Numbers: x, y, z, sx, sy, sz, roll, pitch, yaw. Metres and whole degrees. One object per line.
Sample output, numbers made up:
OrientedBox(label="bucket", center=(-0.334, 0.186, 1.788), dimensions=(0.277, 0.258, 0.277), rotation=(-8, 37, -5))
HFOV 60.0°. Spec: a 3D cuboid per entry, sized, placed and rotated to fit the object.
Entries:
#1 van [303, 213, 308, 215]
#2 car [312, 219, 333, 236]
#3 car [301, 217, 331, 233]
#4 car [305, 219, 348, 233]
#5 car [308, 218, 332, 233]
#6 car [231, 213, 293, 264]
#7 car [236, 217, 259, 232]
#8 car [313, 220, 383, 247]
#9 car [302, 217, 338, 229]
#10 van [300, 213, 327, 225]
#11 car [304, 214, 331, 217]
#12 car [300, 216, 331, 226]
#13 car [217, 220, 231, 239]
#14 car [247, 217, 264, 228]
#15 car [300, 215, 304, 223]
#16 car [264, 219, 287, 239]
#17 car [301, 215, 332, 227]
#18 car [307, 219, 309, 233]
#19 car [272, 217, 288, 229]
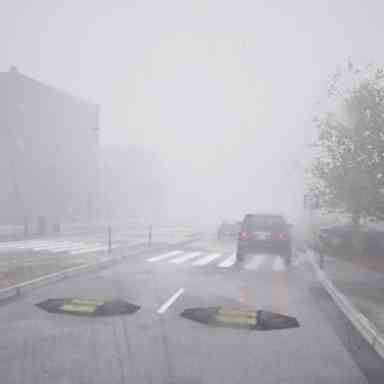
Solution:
OrientedBox(label="van", center=(19.475, 4.429, 51.174), dimensions=(4.442, 1.987, 1.878), rotation=(0, -3, 16))
OrientedBox(label="car", center=(11.703, 3.046, 24.784), dimensions=(5.008, 1.535, 2.097), rotation=(0, -4, 16))
OrientedBox(label="car", center=(13.825, 3.560, 32.756), dimensions=(5.366, 1.575, 1.946), rotation=(0, -3, 16))
OrientedBox(label="car", center=(16.295, 4.092, 40.628), dimensions=(4.674, 1.452, 2.002), rotation=(0, -3, 16))
OrientedBox(label="car", center=(12.479, 3.222, 27.420), dimensions=(4.892, 1.521, 2.231), rotation=(0, -4, 16))
OrientedBox(label="car", center=(3.387, 2.006, 15.311), dimensions=(2.150, 2.045, 5.566), rotation=(0, -4, 15))
OrientedBox(label="car", center=(6.395, 3.679, 37.950), dimensions=(1.882, 1.535, 5.008), rotation=(0, -4, 17))
OrientedBox(label="car", center=(10.938, 2.869, 22.143), dimensions=(4.892, 1.521, 2.231), rotation=(0, -4, 16))
OrientedBox(label="car", center=(18.621, 4.537, 48.546), dimensions=(4.792, 1.488, 2.163), rotation=(0, -3, 16))
OrientedBox(label="van", center=(21.549, 4.838, 59.172), dimensions=(4.442, 1.987, 1.878), rotation=(0, -3, 16))
OrientedBox(label="car", center=(15.504, 3.769, 37.996), dimensions=(4.553, 1.767, 2.185), rotation=(0, -3, 16))
OrientedBox(label="car", center=(20.884, 4.933, 56.485), dimensions=(4.892, 1.521, 2.231), rotation=(0, -3, 16))
OrientedBox(label="car", center=(3.266, 2.973, 26.804), dimensions=(2.128, 1.511, 4.902), rotation=(0, -3, 16))
OrientedBox(label="car", center=(9.145, 4.334, 47.459), dimensions=(1.994, 1.385, 4.181), rotation=(0, -3, 16))
OrientedBox(label="car", center=(17.800, 4.391, 45.922), dimensions=(4.792, 1.488, 2.163), rotation=(0, -3, 16))
OrientedBox(label="car", center=(7.742, 3.293, 30.620), dimensions=(1.882, 1.535, 5.008), rotation=(0, -3, 16))
OrientedBox(label="car", center=(20.132, 4.677, 53.978), dimensions=(4.553, 1.767, 2.185), rotation=(0, -3, 16))
OrientedBox(label="car", center=(13.264, 3.425, 30.048), dimensions=(4.792, 1.488, 2.163), rotation=(0, -3, 16))
OrientedBox(label="car", center=(12.764, 4.368, 48.026), dimensions=(2.128, 1.511, 4.902), rotation=(0, -3, 16))
